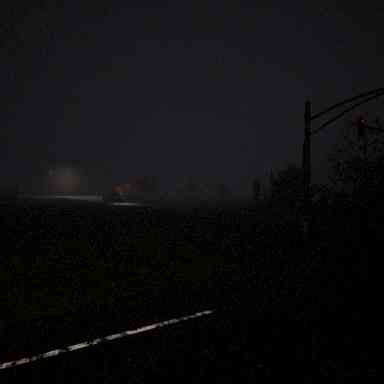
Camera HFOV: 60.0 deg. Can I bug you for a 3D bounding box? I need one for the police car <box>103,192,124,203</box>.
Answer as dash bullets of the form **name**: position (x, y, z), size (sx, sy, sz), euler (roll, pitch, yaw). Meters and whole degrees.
- **police car**: position (-11.754, 0.822, 49.829), size (2.038, 1.542, 4.974), euler (1, 0, -32)
